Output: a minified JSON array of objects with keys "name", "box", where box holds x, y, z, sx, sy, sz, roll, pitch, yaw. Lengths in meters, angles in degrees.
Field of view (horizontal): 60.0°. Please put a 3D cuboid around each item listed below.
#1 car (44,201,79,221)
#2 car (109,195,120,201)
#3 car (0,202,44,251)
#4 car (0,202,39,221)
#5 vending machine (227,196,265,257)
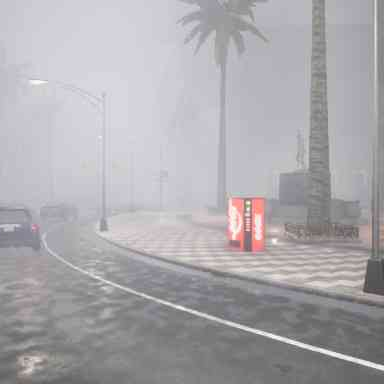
[{"name":"car","box":[-10.814,1.492,27.476,2.128,1.511,4.902,0,0,-3]},{"name":"car","box":[-20.711,1.513,89.385,2.161,1.482,4.786,0,0,3]},{"name":"car","box":[-7.545,1.353,13.648,2.097,1.767,4.553,0,0,-30]},{"name":"car","box":[-14.979,1.564,28.068,1.994,1.385,4.181,0,0,3]},{"name":"vending machine","box":[1.979,1.195,12.184,1.100,2.100,0.880,0,0,-42]}]
